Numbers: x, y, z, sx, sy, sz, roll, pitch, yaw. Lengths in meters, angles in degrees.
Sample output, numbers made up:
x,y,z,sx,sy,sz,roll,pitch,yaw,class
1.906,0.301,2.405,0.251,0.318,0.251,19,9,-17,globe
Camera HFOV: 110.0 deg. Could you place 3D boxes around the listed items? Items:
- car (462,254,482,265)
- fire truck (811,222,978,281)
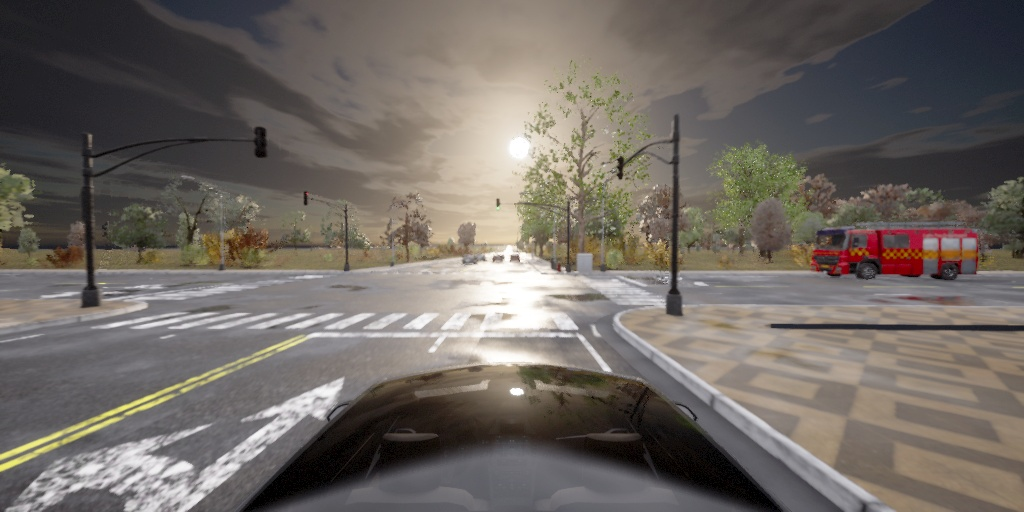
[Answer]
x,y,z,sx,sy,sz,roll,pitch,yaw,class
-6.233,0.507,53.345,2.128,1.511,4.902,0,1,2,car
25.891,-0.331,24.594,8.468,3.827,2.891,0,2,3,fire truck
